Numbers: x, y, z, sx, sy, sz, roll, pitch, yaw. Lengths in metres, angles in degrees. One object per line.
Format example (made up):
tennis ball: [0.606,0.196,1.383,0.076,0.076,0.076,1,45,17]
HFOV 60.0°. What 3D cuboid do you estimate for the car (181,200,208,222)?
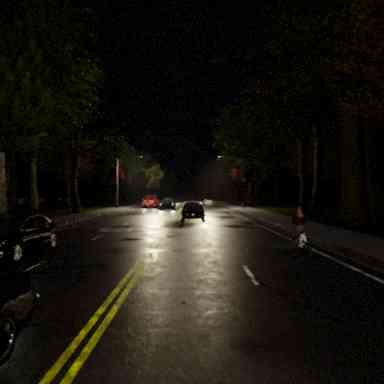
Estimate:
car: [0.080,1.642,28.535,1.882,1.535,5.008,0,0,0]

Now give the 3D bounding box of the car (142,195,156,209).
car: [-6.680,1.584,53.560,2.150,2.045,5.566,0,0,0]

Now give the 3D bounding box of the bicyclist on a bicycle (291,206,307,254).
bicyclist on a bicycle: [4.135,1.440,13.016,0.659,1.776,1.843,0,0,0]

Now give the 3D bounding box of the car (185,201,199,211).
car: [0.018,1.904,46.698,1.895,1.301,4.718,0,0,0]

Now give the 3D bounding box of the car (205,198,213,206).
car: [3.142,1.993,64.860,1.812,1.442,4.674,0,-1,0]

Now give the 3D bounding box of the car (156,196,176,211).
car: [-3.417,1.653,46.449,2.097,1.767,4.553,0,0,0]

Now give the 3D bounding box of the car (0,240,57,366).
car: [-3.351,1.563,3.018,2.033,1.411,5.357,0,0,0]

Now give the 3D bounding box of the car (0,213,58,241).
car: [-6.605,1.570,12.343,1.837,1.490,4.892,0,0,0]
